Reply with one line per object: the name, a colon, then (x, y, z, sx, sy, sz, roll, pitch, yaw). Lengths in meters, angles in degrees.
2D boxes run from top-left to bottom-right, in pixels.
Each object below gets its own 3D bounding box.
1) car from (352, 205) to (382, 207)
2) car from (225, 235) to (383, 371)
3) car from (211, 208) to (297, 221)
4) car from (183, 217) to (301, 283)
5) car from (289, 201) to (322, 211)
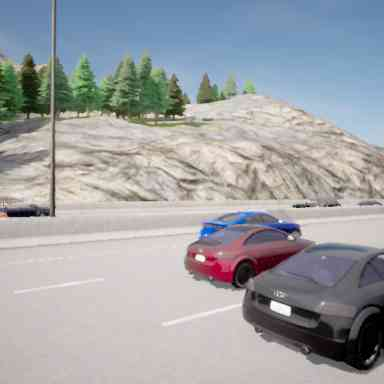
car: (21.622, 1.806, 41.026, 4.892, 1.490, 1.837, 0, 0, -36)
car: (2.865, 1.605, 5.805, 4.181, 1.385, 1.994, 0, 0, -36)
car: (2.628, 1.553, 14.246, 5.008, 1.535, 1.882, 1, 0, -36)
car: (1.836, 1.614, 9.374, 4.181, 1.385, 1.994, 0, 0, -35)
car: (15.495, 1.884, 45.247, 4.718, 1.301, 1.895, 1, 0, -36)
